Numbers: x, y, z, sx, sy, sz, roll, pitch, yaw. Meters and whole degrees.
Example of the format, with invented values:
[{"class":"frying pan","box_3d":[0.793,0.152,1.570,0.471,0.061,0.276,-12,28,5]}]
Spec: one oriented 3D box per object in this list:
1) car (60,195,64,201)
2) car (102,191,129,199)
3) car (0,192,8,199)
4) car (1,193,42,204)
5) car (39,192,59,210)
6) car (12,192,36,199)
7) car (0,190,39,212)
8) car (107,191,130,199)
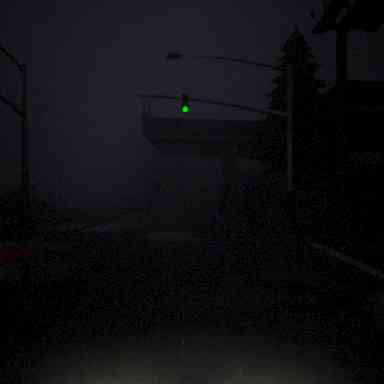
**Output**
[{"class":"car","box_3d":[-23.342,0.784,55.830,3.633,1.501,1.845,0,1,0]},{"class":"car","box_3d":[-15.592,0.661,67.625,5.027,1.636,2.152,0,1,0]},{"class":"car","box_3d":[-41.658,0.713,70.921,3.633,1.501,1.845,0,1,0]},{"class":"car","box_3d":[-23.448,0.865,45.837,4.514,1.523,2.007,0,1,0]},{"class":"car","box_3d":[-15.761,1.043,33.370,3.806,1.475,1.970,0,1,0]},{"class":"car","box_3d":[-34.256,0.742,67.893,3.806,1.475,1.970,0,1,0]},{"class":"car","box_3d":[-16.394,0.794,30.047,3.866,1.878,1.905,0,1,0]},{"class":"car","box_3d":[-15.624,0.638,70.762,4.514,1.523,2.007,0,1,0]}]
